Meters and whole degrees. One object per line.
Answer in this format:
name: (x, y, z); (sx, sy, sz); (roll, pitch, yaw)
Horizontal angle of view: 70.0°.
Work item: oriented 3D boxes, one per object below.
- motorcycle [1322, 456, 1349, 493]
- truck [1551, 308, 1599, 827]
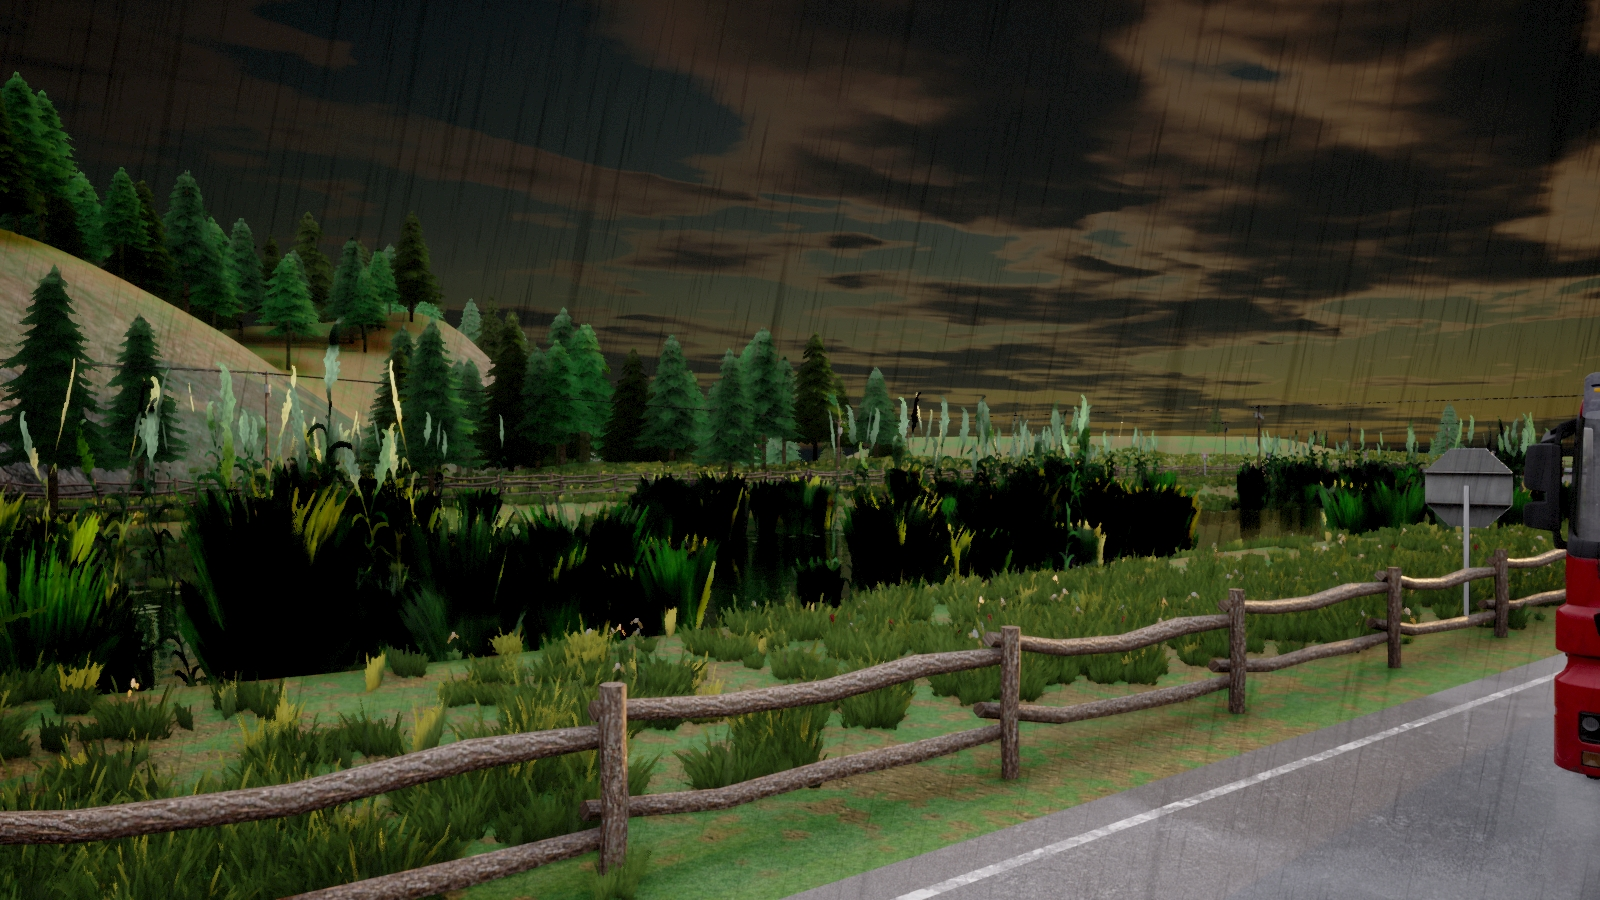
motorcycle: (34.935, 1.577, 74.481); (2.033, 2.348, 0.803); (0, 0, -39)
truck: (9.492, 0.862, 10.940); (2.891, 3.827, 8.468); (0, 0, 40)
